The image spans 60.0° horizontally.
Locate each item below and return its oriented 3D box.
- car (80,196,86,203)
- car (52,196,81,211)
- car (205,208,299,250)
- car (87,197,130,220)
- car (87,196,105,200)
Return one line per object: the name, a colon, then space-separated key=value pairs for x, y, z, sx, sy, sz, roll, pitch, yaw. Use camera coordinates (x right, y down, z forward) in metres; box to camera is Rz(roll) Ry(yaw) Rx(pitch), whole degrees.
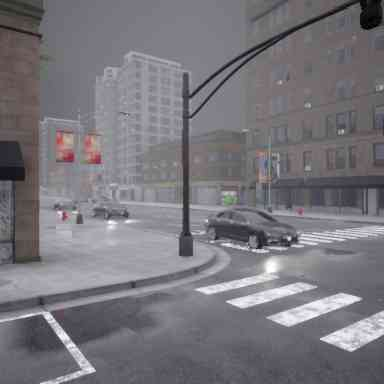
car: x=-21.407 y=1.450 z=59.638 sx=2.033 sy=1.411 sz=5.357 roll=0 pitch=0 yaw=-36
car: x=-15.121 y=1.469 z=39.533 sx=1.812 sy=1.442 sz=4.674 roll=0 pitch=1 yaw=-35
car: x=2.410 y=1.494 z=14.508 sx=1.837 sy=1.490 sz=4.892 roll=0 pitch=0 yaw=-30
car: x=-6.953 y=1.468 z=28.200 sx=1.837 sy=1.490 sz=4.892 roll=0 pitch=0 yaw=-36
car: x=-16.158 y=1.410 z=57.909 sx=1.837 sy=1.490 sz=4.892 roll=0 pitch=0 yaw=-36
